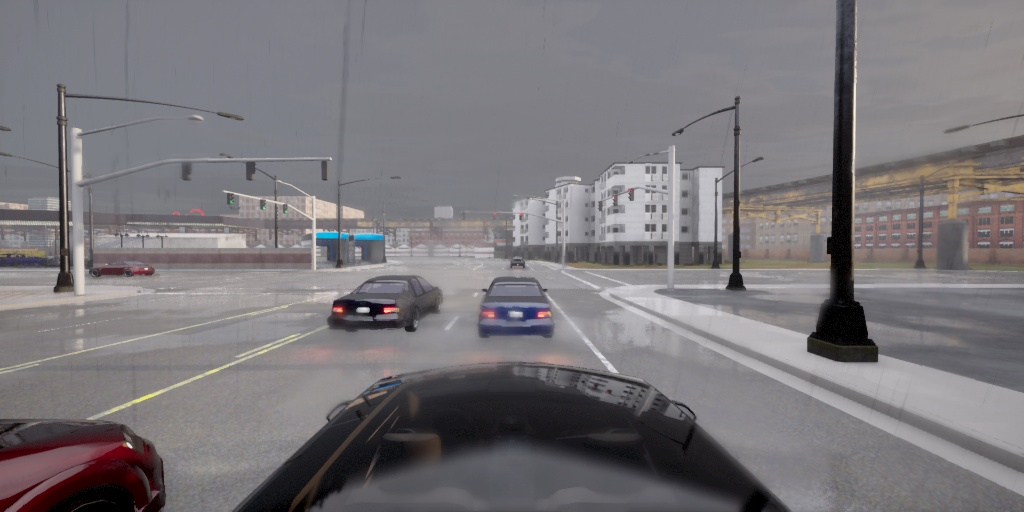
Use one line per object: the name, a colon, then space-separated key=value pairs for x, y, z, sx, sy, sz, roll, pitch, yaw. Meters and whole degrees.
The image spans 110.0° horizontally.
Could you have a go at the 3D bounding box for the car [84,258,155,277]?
car: x=-33.654 y=1.084 z=30.979 sx=4.181 sy=1.385 sz=1.994 roll=0 pitch=1 yaw=-1

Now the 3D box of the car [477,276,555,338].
car: x=0.092 y=1.279 z=10.120 sx=2.033 sy=1.411 sz=5.357 roll=0 pitch=0 yaw=0

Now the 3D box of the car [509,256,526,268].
car: x=0.717 y=0.772 z=46.120 sx=1.837 sy=1.490 sz=4.892 roll=0 pitch=1 yaw=0

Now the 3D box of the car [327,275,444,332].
car: x=-3.404 y=1.274 z=10.724 sx=2.033 sy=1.411 sz=5.357 roll=0 pitch=0 yaw=0

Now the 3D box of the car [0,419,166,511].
car: x=-3.395 y=1.314 z=0.727 sx=1.994 sy=1.385 sz=4.181 roll=0 pitch=0 yaw=0
